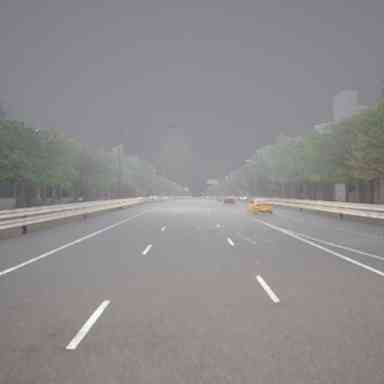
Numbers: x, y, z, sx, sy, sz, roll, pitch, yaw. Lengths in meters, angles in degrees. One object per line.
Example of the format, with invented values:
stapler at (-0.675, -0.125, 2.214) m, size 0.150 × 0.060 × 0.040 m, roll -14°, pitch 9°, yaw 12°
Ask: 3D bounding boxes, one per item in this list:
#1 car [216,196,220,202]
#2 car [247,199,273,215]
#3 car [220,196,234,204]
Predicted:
car at (7.170, 1.815, 85.063) m, size 2.033 × 1.411 × 5.357 m, roll 0°, pitch -1°, yaw 0°
car at (7.020, 1.494, 34.627) m, size 1.882 × 1.535 × 5.008 m, roll 0°, pitch 0°, yaw 0°
car at (7.070, 1.571, 64.754) m, size 1.882 × 1.535 × 5.008 m, roll 0°, pitch 0°, yaw 0°
